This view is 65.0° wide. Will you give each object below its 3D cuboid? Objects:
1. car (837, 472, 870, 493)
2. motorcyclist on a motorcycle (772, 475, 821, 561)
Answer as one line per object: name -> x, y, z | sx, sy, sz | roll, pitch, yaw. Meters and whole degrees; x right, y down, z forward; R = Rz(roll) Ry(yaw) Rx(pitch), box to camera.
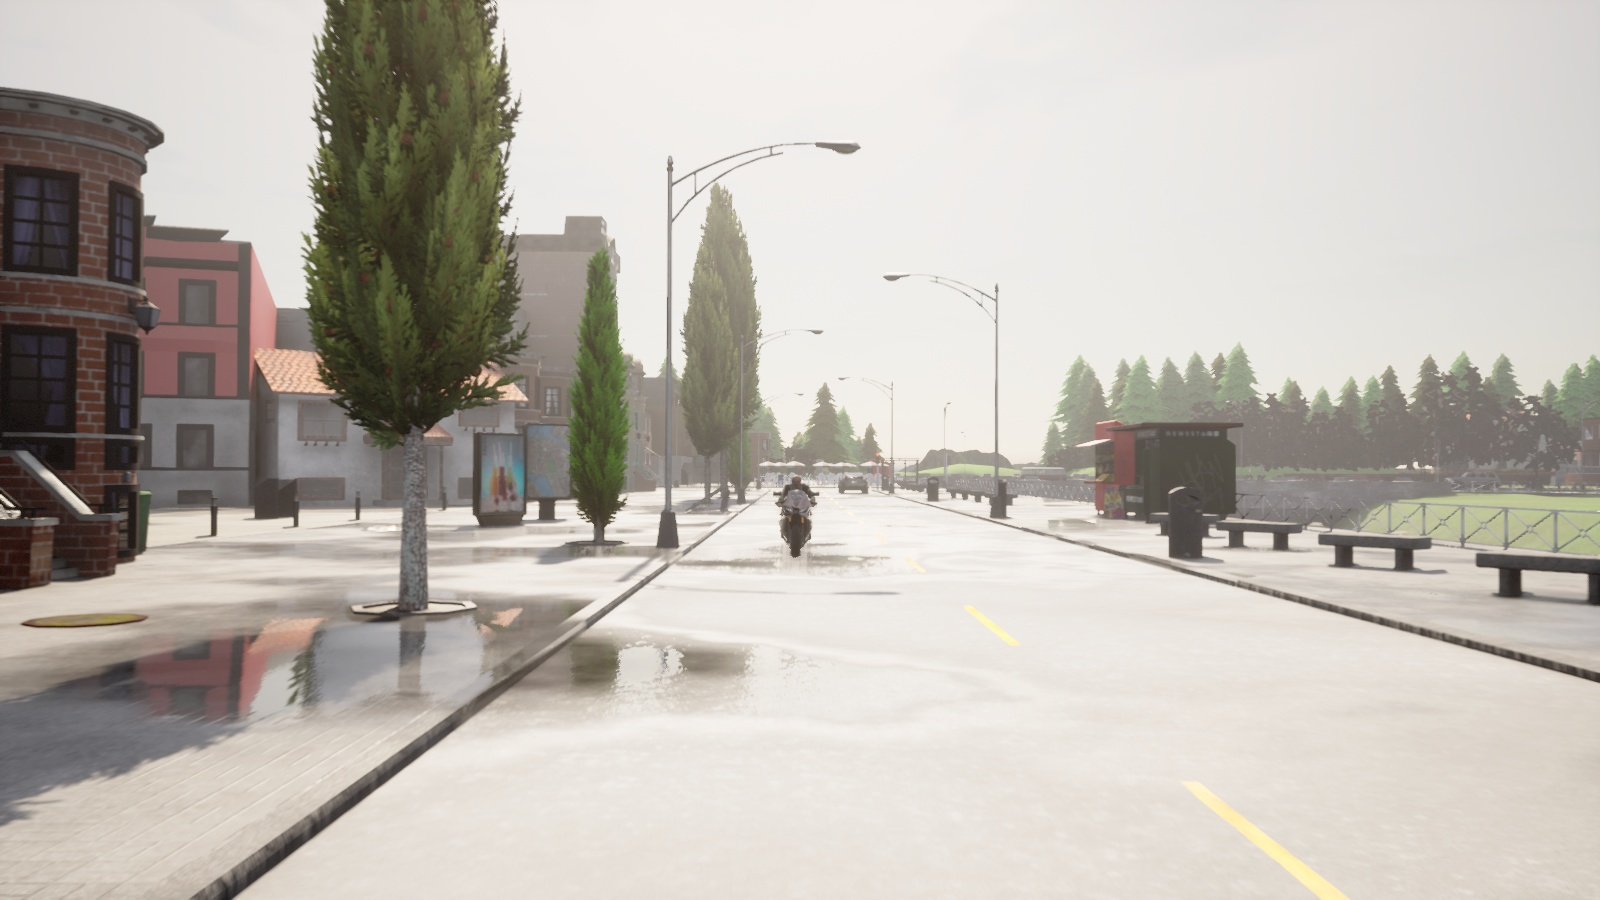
car -> 3.769, 2.290, 89.028 | 2.163, 1.488, 4.792 | 0, -1, 0
motorcyclist on a motorcycle -> -0.061, 1.245, 23.578 | 0.866, 1.530, 2.191 | 0, -1, 0
